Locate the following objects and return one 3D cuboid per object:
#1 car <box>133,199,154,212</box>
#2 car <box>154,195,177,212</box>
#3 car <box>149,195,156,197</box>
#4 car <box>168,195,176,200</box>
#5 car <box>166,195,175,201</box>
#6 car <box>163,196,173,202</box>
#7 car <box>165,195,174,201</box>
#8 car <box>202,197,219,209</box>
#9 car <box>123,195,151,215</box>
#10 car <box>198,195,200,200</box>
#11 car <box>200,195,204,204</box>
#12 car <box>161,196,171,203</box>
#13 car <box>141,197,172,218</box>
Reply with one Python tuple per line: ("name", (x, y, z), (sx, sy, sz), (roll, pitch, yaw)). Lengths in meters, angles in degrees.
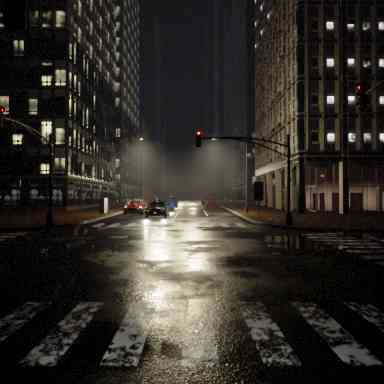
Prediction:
("car", (-5.700, 1.597, 39.354), (1.802, 1.307, 4.206), (1, 0, 0))
("car", (-3.121, 1.493, 39.997), (1.882, 1.535, 5.008), (0, 0, 0))
("car", (-5.698, 1.332, 44.929), (2.192, 1.841, 5.009), (1, 0, 0))
("car", (-5.734, 1.605, 95.105), (1.947, 1.339, 4.313), (1, 0, 0))
("car", (-5.730, 1.587, 89.530), (2.008, 1.369, 4.403), (1, 0, 0))
("car", (-5.723, 1.582, 78.380), (2.008, 1.369, 4.403), (1, 0, 0))
("car", (-5.727, 1.578, 83.955), (1.887, 1.381, 4.507), (1, 0, 0))
("car", (2.676, 1.599, 44.996), (1.802, 1.307, 4.206), (1, 0, 0))
("car", (-5.694, 1.453, 33.778), (1.967, 1.590, 4.097), (1, 0, 0))
("car", (2.667, 1.590, 61.729), (1.947, 1.339, 4.313), (1, 0, 0))
("car", (2.671, 1.547, 56.322), (1.752, 1.417, 4.829), (1, 0, 0))
("car", (-5.720, 1.573, 72.804), (1.887, 1.381, 4.507), (1, 0, 0))
("car", (-3.117, 1.516, 30.362), (1.837, 1.490, 4.892), (0, 0, 0))
